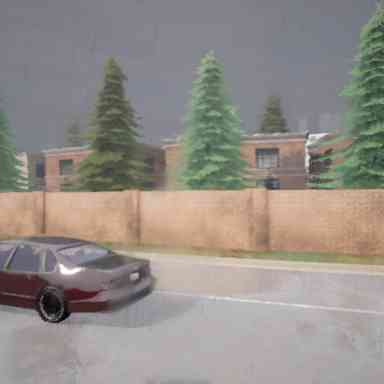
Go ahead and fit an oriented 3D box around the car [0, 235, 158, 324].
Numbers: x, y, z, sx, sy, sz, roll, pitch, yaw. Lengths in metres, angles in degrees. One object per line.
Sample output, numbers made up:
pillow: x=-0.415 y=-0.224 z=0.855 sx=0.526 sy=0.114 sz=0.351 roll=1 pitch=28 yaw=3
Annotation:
car: x=-3.432 y=1.683 z=7.243 sx=5.357 sy=1.411 sz=2.033 roll=-1 pitch=-1 yaw=21
